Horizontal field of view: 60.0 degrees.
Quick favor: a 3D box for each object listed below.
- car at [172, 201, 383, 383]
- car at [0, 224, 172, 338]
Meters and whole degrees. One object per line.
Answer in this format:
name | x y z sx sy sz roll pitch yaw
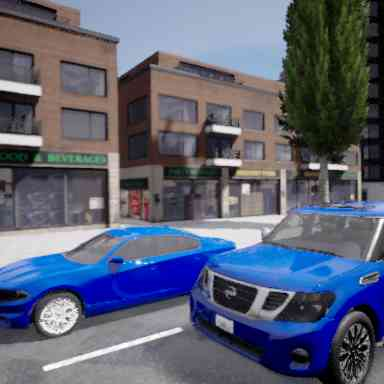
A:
car | 2.634 1.211 5.562 5.566 2.045 2.150 0 0 -35
car | -1.257 1.471 6.779 5.008 1.535 1.882 0 0 -35
